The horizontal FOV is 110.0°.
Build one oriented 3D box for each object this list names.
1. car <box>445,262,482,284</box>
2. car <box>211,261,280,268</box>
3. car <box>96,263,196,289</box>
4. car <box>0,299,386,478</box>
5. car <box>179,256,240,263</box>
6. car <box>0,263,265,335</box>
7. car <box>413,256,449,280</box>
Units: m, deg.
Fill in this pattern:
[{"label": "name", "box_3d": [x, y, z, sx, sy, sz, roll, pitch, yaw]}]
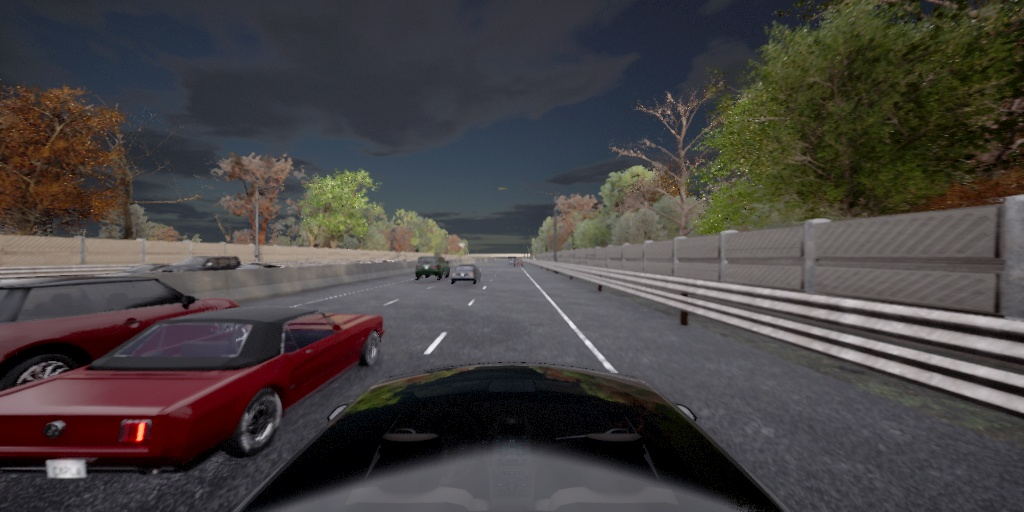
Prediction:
[{"label": "car", "box_3d": [-3.406, 1.337, 27.202, 2.033, 1.411, 5.357, 0, 0, 0]}, {"label": "car", "box_3d": [-17.603, 1.289, 24.477, 1.837, 1.490, 4.892, 0, 0, 0]}, {"label": "car", "box_3d": [-24.602, 1.290, 24.428, 1.837, 1.490, 4.892, 0, 0, 0]}, {"label": "car", "box_3d": [-3.417, 1.354, 4.981, 1.895, 1.301, 4.718, 0, 0, 0]}, {"label": "car", "box_3d": [-21.102, 1.006, 24.554, 2.150, 2.045, 5.566, 0, 0, 0]}, {"label": "car", "box_3d": [-6.917, 1.106, 6.147, 2.097, 1.767, 4.553, 0, 0, 0]}, {"label": "car", "box_3d": [-6.905, 1.020, 31.657, 2.150, 2.045, 5.566, 0, 0, 0]}]
